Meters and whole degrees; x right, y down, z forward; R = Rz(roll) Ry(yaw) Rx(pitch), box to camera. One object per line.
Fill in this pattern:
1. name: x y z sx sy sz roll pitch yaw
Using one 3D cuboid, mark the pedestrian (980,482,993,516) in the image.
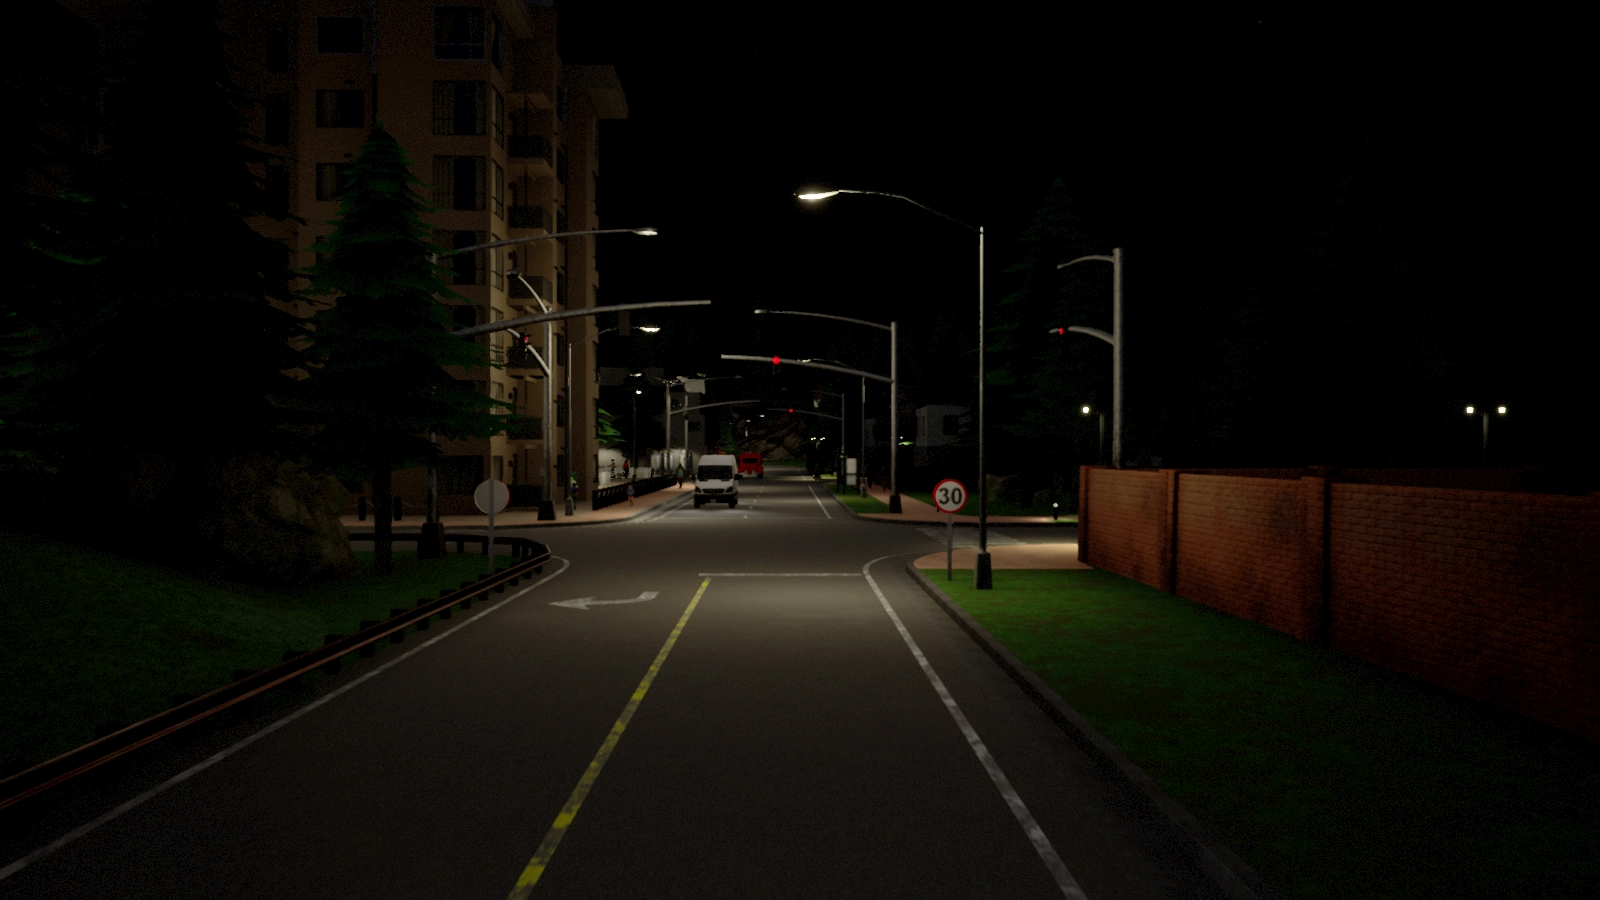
1. pedestrian: 7.419 1.943 45.416 0.375 1.300 0.375 0 0 34
